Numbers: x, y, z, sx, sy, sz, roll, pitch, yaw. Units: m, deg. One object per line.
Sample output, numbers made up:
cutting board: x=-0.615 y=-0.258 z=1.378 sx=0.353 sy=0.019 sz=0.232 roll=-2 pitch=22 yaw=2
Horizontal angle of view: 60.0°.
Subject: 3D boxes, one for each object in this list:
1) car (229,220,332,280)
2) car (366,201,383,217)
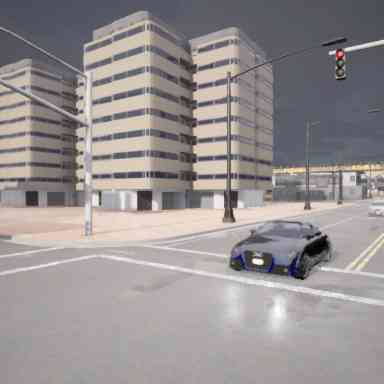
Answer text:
car: x=2.809 y=1.569 z=10.046 sx=1.994 sy=1.385 sz=4.181 roll=0 pitch=0 yaw=35
car: x=17.655 y=1.534 z=31.035 sx=1.812 sy=1.442 sz=4.674 roll=0 pitch=0 yaw=35
